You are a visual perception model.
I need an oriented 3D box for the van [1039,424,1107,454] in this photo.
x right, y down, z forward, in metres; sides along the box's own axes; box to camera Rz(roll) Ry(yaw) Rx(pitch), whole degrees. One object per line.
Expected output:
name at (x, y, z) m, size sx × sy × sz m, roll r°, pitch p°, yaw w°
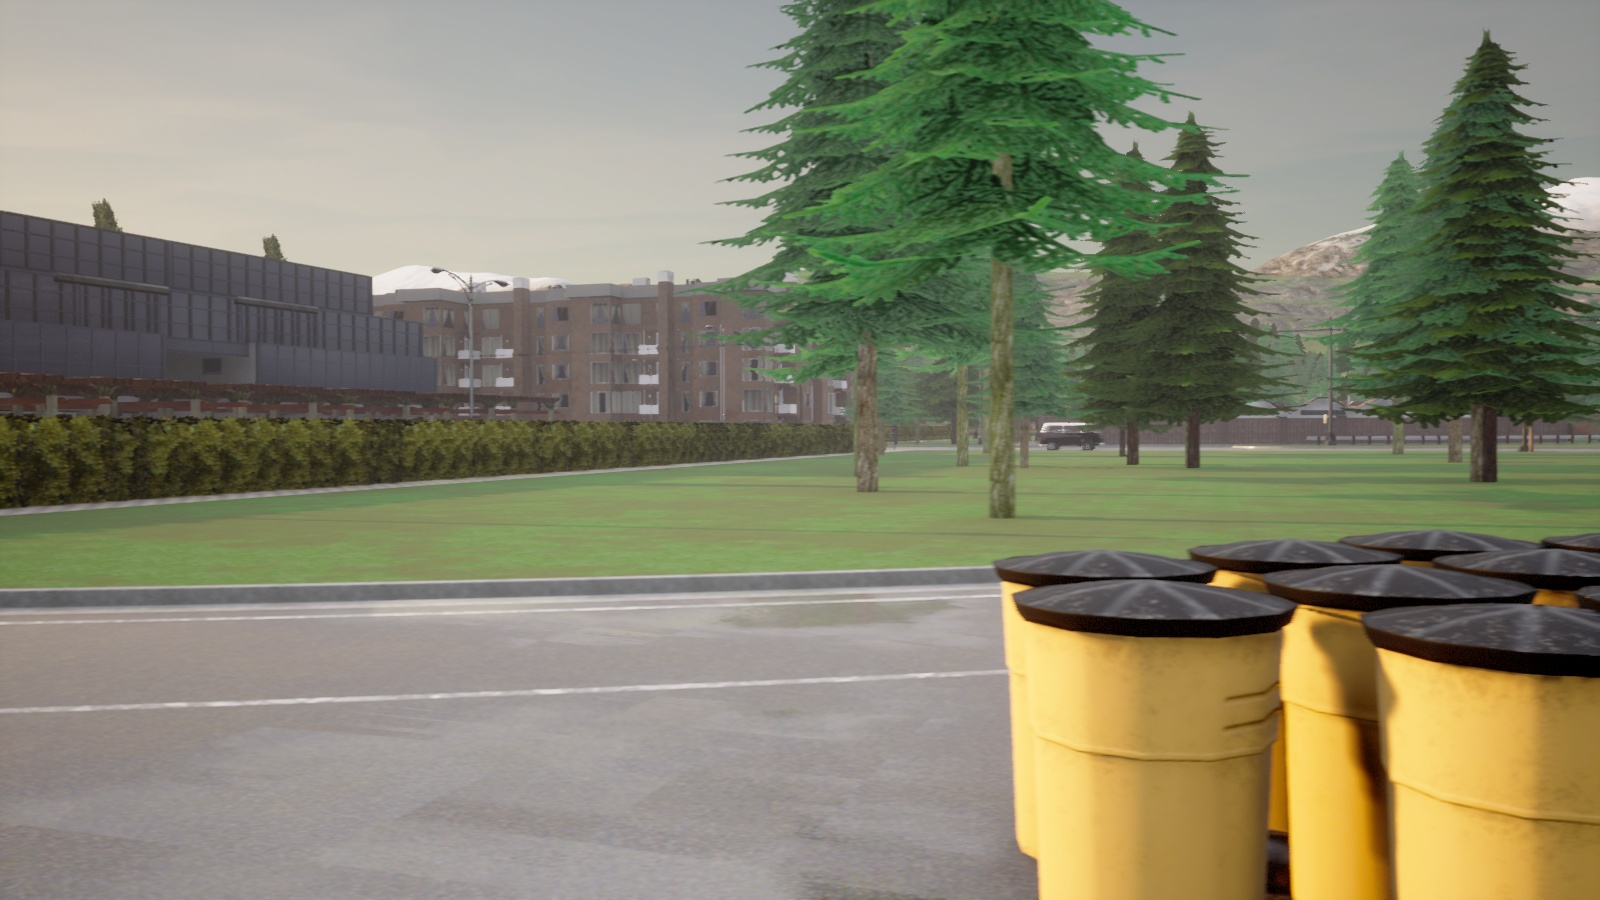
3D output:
van at (19.285, -0.796, 88.678) m, size 4.480 × 2.038 × 2.069 m, roll 0°, pitch 1°, yaw 19°
